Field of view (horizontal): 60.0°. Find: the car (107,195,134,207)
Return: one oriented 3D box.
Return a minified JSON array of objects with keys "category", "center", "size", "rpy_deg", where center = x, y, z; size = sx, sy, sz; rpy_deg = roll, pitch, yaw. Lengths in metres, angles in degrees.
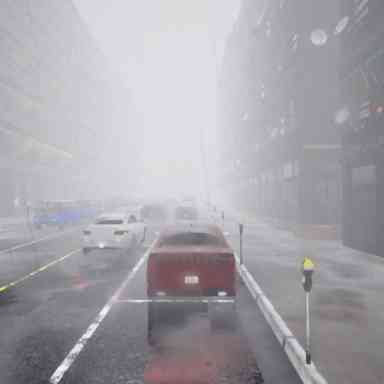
[{"category":"car","center":[-8.313,1.365,37.346],"size":[2.192,1.841,5.009],"rpy_deg":[1,0,0]}]

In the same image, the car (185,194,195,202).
[{"category":"car","center":[-0.470,1.521,81.536],"size":[2.192,1.841,5.009],"rpy_deg":[1,0,0]}]

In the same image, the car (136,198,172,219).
[{"category":"car","center":[-2.938,1.505,26.713],"size":[1.882,1.535,5.008],"rpy_deg":[0,0,0]}]

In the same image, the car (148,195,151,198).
[{"category":"car","center":[-8.320,1.660,53.938],"size":[1.947,1.339,4.313],"rpy_deg":[1,0,0]}]

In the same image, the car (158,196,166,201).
[{"category":"car","center":[-8.324,1.847,92.652],"size":[1.802,1.307,4.206],"rpy_deg":[1,0,0]}]

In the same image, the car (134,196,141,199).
[{"category":"car","center":[-8.313,1.379,42.876],"size":[2.192,1.841,5.009],"rpy_deg":[1,0,0]}]

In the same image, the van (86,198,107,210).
[{"category":"van","center":[-8.313,1.368,26.285],"size":[1.690,1.788,3.998],"rpy_deg":[1,0,0]}]

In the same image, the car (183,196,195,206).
[{"category":"car","center":[-0.471,1.553,59.411],"size":[1.967,1.590,4.097],"rpy_deg":[1,0,0]}]

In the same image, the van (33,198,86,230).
[{"category":"van","center":[-8.312,1.359,20.753],"size":[1.690,1.788,3.998],"rpy_deg":[2,0,0]}]

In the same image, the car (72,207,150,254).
[{"category":"car","center":[-3.020,1.535,13.421],"size":[1.812,1.442,4.674],"rpy_deg":[0,0,0]}]

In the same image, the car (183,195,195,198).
[{"category":"car","center":[-0.428,1.490,37.286],"size":[1.967,1.590,4.097],"rpy_deg":[1,0,0]}]

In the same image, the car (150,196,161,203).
[{"category":"car","center":[-8.321,1.725,76.059],"size":[1.887,1.381,4.507],"rpy_deg":[1,0,0]}]

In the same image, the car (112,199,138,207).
[{"category":"car","center":[-5.865,1.638,31.639],"size":[1.895,1.301,4.718],"rpy_deg":[0,0,0]}]

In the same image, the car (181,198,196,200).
[{"category":"car","center":[-0.437,1.582,31.754],"size":[1.887,1.381,4.507],"rpy_deg":[1,0,0]}]

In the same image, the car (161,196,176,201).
[{"category":"car","center":[-2.929,1.576,45.921],"size":[1.837,1.490,4.892],"rpy_deg":[0,0,0]}]

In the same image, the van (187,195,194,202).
[{"category":"van","center":[-0.472,1.576,87.068],"size":[1.690,1.788,3.998],"rpy_deg":[1,0,0]}]

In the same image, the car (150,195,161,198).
[{"category":"car","center":[-8.315,1.471,70.528],"size":[2.192,1.841,5.009],"rpy_deg":[1,0,0]}]

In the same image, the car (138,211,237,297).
[{"category":"car","center":[-0.006,1.482,8.653],"size":[1.882,1.535,5.008],"rpy_deg":[0,0,0]}]

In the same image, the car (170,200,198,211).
[{"category":"car","center":[-0.437,1.572,26.224],"size":[1.887,1.381,4.507],"rpy_deg":[1,0,0]}]
